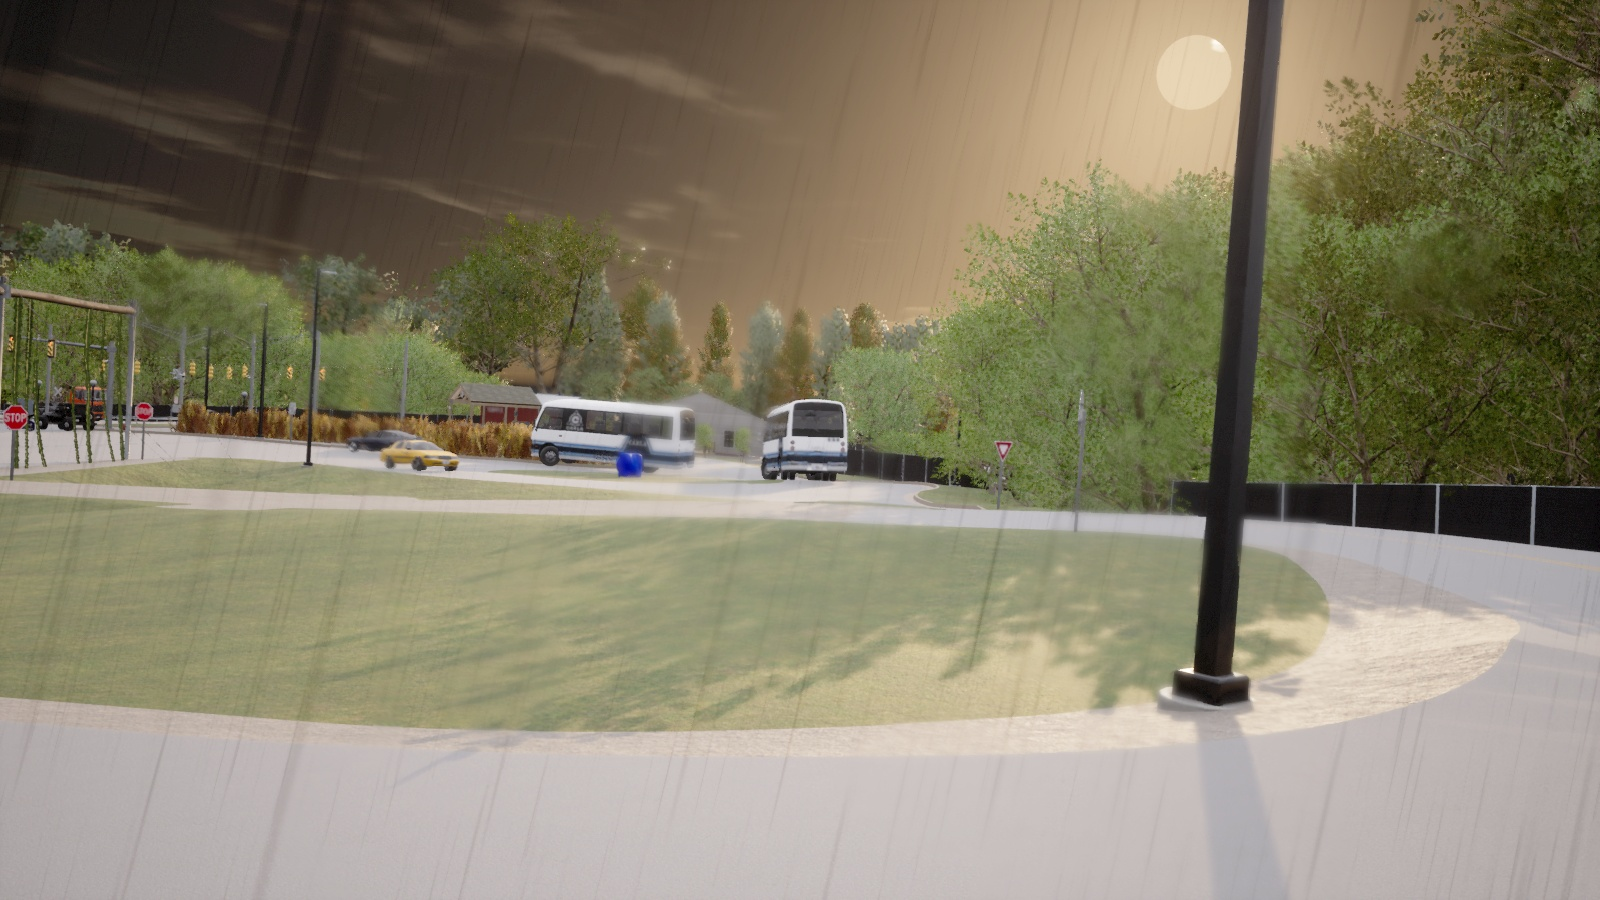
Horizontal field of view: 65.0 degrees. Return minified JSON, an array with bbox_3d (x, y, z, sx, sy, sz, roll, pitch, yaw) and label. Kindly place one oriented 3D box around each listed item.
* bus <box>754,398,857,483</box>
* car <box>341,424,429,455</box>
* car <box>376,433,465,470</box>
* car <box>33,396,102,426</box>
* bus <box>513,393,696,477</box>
[{"bbox_3d":[0.124,-0.368,70.713,3.944,4.253,10.273,2,-2,-10],"label":"bus"},{"bbox_3d":[-25.322,-0.656,76.689,4.792,1.488,2.163,5,2,23],"label":"car"},{"bbox_3d":[-18.182,0.042,59.972,1.801,1.575,5.366,3,-1,-43],"label":"car"},{"bbox_3d":[-49.185,-2.620,84.376,3.866,1.878,1.905,3,2,19],"label":"car"},{"bbox_3d":[-12.154,-0.996,78.389,10.273,4.253,3.944,5,3,15],"label":"bus"}]
